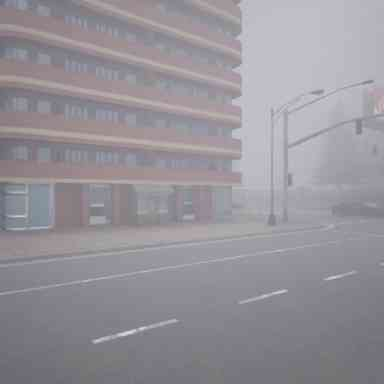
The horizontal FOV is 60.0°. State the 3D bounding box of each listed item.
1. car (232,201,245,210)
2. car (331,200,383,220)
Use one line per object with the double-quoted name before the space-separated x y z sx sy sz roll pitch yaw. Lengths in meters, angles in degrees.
"car" 4.433 1.601 42.164 1.895 1.301 4.718 0 0 -36
"car" 14.490 1.477 28.424 1.882 1.535 5.008 0 0 -36
